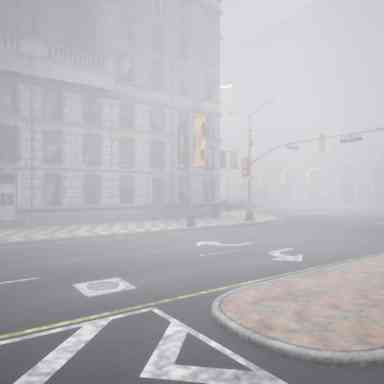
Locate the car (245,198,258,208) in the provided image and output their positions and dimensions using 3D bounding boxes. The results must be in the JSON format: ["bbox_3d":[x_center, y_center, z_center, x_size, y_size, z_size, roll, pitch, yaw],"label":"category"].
[{"bbox_3d":[7.080,1.563,46.199,1.994,1.385,4.181,0,0,-36],"label":"car"}]

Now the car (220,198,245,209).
[{"bbox_3d":[4.065,1.546,44.383,2.033,1.411,5.357,0,0,-36],"label":"car"}]
